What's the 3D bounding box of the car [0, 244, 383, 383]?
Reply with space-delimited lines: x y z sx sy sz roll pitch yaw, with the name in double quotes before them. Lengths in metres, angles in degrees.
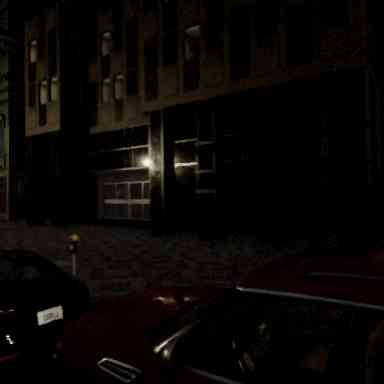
"car" 1.092 1.317 2.190 5.009 1.841 2.192 -1 -1 35
